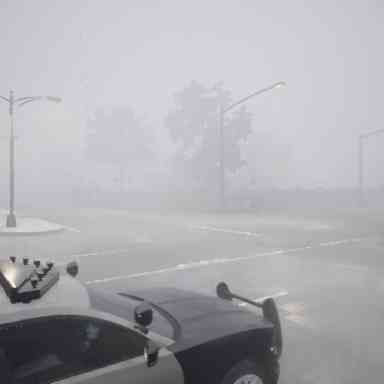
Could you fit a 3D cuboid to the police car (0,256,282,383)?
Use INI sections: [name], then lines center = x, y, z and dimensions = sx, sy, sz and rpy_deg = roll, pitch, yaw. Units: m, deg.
[police car]
center = -1.300, 1.425, 2.813
dimensions = 5.238, 1.638, 1.930
rpy_deg = 0, 0, -35
